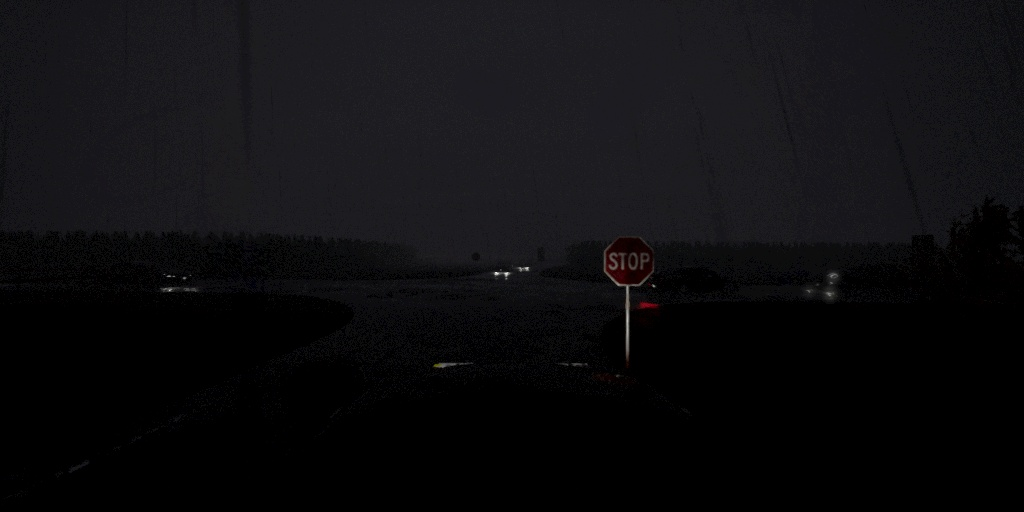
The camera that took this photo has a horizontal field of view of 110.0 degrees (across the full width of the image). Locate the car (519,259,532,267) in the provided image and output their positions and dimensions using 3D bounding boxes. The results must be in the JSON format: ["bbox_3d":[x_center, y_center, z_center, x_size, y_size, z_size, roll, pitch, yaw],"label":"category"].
[{"bbox_3d":[2.474,1.260,64.911,2.128,1.511,4.902,0,0,13],"label":"car"}]

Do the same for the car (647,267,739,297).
[{"bbox_3d":[9.672,1.312,19.144,4.892,1.490,1.837,0,-2,-15],"label":"car"}]

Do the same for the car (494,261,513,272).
[{"bbox_3d":[-1.028,1.296,45.377,2.033,1.411,5.357,0,0,7],"label":"car"}]

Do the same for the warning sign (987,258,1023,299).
[{"bbox_3d":[21.217,0.989,15.308,1.060,1.860,1.300,0,0,6],"label":"warning sign"}]

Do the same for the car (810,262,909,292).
[{"bbox_3d":[21.552,1.241,22.438,4.553,1.767,2.097,0,0,6],"label":"car"}]

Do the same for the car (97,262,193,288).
[{"bbox_3d":[-22.336,1.095,21.913,4.892,1.490,1.837,0,0,3],"label":"car"}]
